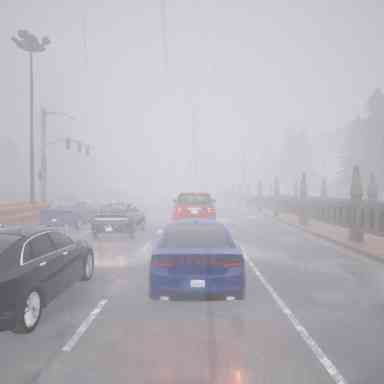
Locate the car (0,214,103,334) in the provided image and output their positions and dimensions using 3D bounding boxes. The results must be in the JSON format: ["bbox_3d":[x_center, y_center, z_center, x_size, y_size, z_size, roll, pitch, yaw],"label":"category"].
[{"bbox_3d":[-3.401,1.435,6.603,1.837,1.490,4.892,0,1,0],"label":"car"}]

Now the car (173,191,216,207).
[{"bbox_3d":[0.124,0.978,18.059,2.150,2.045,5.566,0,1,0],"label":"car"}]

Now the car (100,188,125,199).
[{"bbox_3d":[-13.900,0.367,58.352,2.150,2.045,5.566,0,1,0],"label":"car"}]

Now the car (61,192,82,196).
[{"bbox_3d":[-20.902,0.697,56.609,1.812,1.442,4.674,0,1,1],"label":"car"}]

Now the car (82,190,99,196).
[{"bbox_3d":[-20.793,0.377,66.263,2.097,1.767,4.553,0,1,0],"label":"car"}]

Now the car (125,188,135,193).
[{"bbox_3d":[-13.783,0.214,68.674,2.150,2.045,5.566,0,1,0],"label":"car"}]

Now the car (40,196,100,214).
[{"bbox_3d":[-6.869,1.219,19.059,1.882,1.535,5.008,0,1,0],"label":"car"}]

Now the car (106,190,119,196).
[{"bbox_3d":[-20.714,0.250,87.092,2.033,1.411,5.357,0,1,0],"label":"car"}]

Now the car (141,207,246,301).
[{"bbox_3d":[0.101,1.383,8.189,1.882,1.535,5.008,0,1,0],"label":"car"}]

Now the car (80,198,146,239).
[{"bbox_3d":[-3.379,1.279,15.976,2.128,1.511,4.902,0,1,0],"label":"car"}]
